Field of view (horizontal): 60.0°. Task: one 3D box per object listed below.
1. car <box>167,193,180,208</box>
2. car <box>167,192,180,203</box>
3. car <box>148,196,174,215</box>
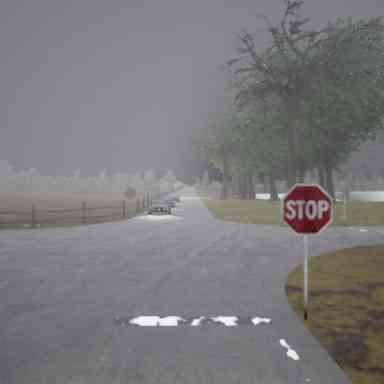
[{"bbox_3d":[-2.940,1.162,40.977,2.033,1.411,5.357,0,1,0],"label":"car"},{"bbox_3d":[-2.942,0.878,54.339,1.882,1.535,5.008,0,1,0],"label":"car"},{"bbox_3d":[-2.917,1.313,30.556,1.994,1.385,4.181,0,1,-2],"label":"car"}]
